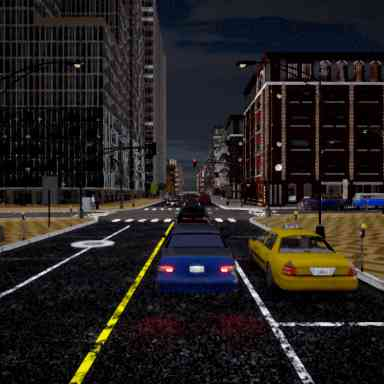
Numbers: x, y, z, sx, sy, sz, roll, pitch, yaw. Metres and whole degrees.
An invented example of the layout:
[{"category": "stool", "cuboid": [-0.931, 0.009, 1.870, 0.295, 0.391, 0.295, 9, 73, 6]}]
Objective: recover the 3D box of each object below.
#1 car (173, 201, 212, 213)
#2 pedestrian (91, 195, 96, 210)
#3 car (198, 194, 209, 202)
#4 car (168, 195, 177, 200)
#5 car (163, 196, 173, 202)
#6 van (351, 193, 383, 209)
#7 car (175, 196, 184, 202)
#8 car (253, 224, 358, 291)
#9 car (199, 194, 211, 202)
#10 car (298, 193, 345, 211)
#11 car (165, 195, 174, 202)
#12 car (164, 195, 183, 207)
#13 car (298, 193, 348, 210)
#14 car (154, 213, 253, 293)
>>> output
[{"category": "car", "cuboid": [0.080, 1.505, 18.728, 1.837, 1.490, 4.892, 0, 0, 0]}, {"category": "pedestrian", "cuboid": [-12.355, 1.270, 41.673, 0.375, 1.860, 0.375, 0, 1, -1]}, {"category": "car", "cuboid": [2.551, 1.320, 74.671, 2.192, 1.841, 5.009, 0, 0, 0]}, {"category": "car", "cuboid": [-5.331, 1.558, 91.449, 2.008, 1.369, 4.403, 0, 0, 0]}, {"category": "car", "cuboid": [-5.329, 1.555, 74.670, 2.008, 1.369, 4.403, 0, 0, 0]}, {"category": "van", "cuboid": [20.963, 1.050, 39.092, 3.998, 1.788, 1.690, -1, 1, -1]}, {"category": "car", "cuboid": [-2.762, 1.557, 75.795, 1.994, 1.385, 4.181, 0, 0, 0]}, {"category": "car", "cuboid": [2.563, 1.525, 8.838, 1.752, 1.417, 4.829, 0, 0, 0]}, {"category": "car", "cuboid": [2.553, 1.318, 63.485, 2.192, 1.841, 5.009, 0, 0, 0]}, {"category": "car", "cuboid": [14.080, 1.153, 36.565, 4.553, 1.767, 2.097, -1, 0, -1]}, {"category": "car", "cuboid": [-5.330, 1.550, 80.263, 1.887, 1.381, 4.507, 0, 0, 0]}, {"category": "car", "cuboid": [-2.821, 1.493, 49.830, 2.128, 1.511, 4.902, 0, 0, -1]}, {"category": "car", "cuboid": [15.307, 1.094, 39.032, 5.009, 1.841, 2.192, -1, 1, -1]}, {"category": "car", "cuboid": [0.095, 1.547, 8.987, 2.033, 1.411, 5.357, 0, 0, 0]}]
